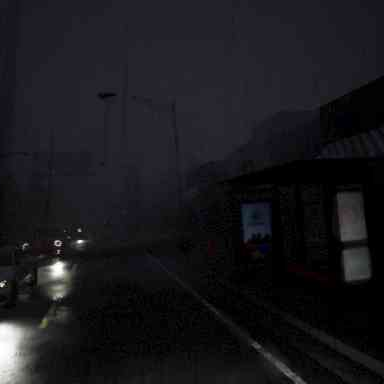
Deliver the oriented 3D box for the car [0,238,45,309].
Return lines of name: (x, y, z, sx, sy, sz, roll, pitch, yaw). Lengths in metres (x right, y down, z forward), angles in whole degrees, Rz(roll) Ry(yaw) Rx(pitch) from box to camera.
car: (-5.832, 2.417, 9.825, 1.812, 1.442, 4.674, -4, -3, -16)

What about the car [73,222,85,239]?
car: (-12.586, 4.050, 35.276, 2.097, 1.767, 4.553, -4, -3, -15)

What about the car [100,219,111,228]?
car: (-16.326, 5.851, 62.656, 2.128, 1.511, 4.902, -4, -3, -15)

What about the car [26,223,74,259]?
car: (-8.416, 2.927, 19.419, 2.097, 1.767, 4.553, -4, -3, -15)
